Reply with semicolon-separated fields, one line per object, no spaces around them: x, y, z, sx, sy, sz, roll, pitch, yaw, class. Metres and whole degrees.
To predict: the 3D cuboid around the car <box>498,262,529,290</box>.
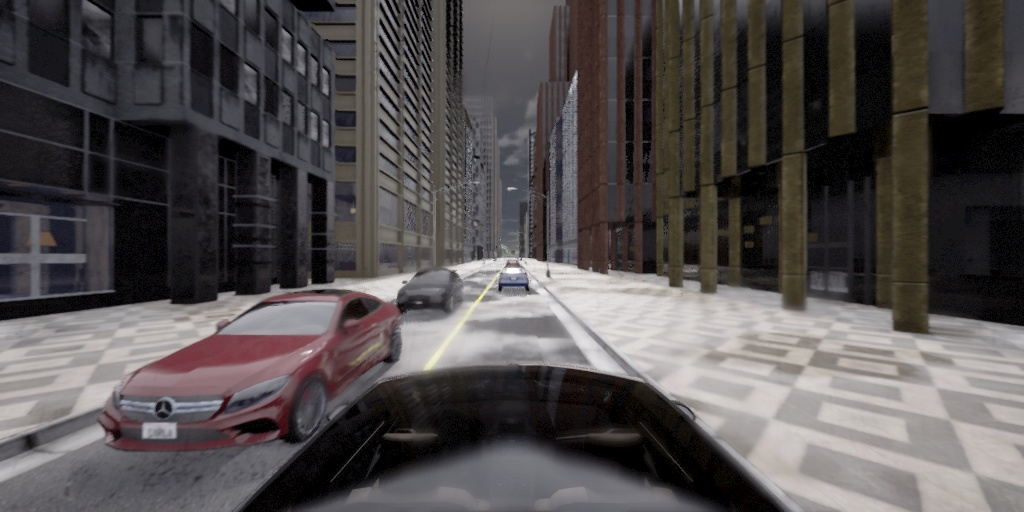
0.097;1.305;22.357;2.033;1.411;5.357;0;0;0;car

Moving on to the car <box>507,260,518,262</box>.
0.101;1.239;48.072;1.882;1.535;5.008;0;0;0;car

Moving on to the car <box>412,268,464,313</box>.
-3.000;1.260;14.021;1.837;1.490;4.892;0;0;0;car

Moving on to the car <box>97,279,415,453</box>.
-3.075;1.277;5.466;1.812;1.442;4.674;0;0;0;car
